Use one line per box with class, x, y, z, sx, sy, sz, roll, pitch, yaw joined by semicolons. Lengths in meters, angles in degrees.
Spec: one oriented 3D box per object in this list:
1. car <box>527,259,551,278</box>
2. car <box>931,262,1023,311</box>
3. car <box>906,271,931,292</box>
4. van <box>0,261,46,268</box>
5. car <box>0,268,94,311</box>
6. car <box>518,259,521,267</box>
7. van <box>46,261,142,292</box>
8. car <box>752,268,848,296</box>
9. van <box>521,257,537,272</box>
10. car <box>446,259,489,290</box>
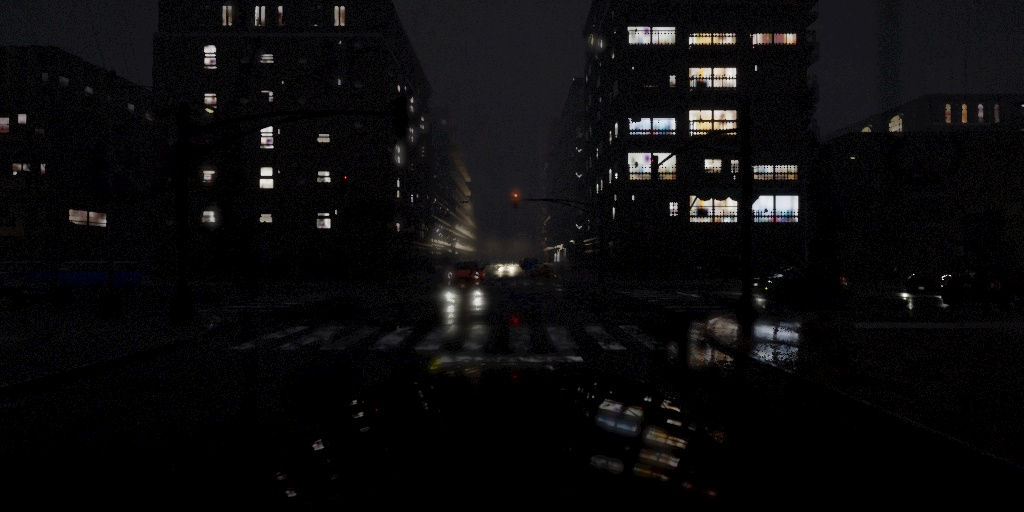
car;2.624;1.287;33.567;1.751;1.417;4.829;0;0;0
car;18.663;1.102;13.140;4.097;1.591;1.967;0;0;1
car;23.387;1.073;18.503;4.553;1.767;2.097;0;-1;1
van;-30.447;1.200;21.674;3.998;1.789;1.690;0;0;1
car;-19.364;1.289;13.646;4.403;1.370;2.007;0;0;1
car;2.450;1.096;53.054;2.192;1.841;5.009;0;0;0
van;-24.852;1.189;21.600;3.998;1.789;1.690;0;0;1
car;14.689;1.303;18.617;4.181;1.385;1.994;0;-1;1
van;2.495;1.116;47.400;1.690;1.789;3.998;0;0;0
car;-2.797;1.106;22.558;2.097;1.767;4.553;0;0;0
